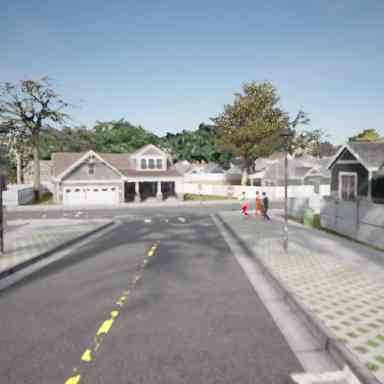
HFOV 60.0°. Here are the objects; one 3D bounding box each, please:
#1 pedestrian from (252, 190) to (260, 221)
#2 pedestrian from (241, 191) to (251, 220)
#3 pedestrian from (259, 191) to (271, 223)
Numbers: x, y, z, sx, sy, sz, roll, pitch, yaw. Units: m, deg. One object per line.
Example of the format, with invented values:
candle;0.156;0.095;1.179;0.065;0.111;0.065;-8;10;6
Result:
pedestrian;3.918;0.786;19.595;0.375;1.860;0.375;-3;4;0
pedestrian;3.197;0.775;20.195;0.375;1.860;0.375;-3;4;0
pedestrian;4.237;0.797;18.995;0.375;1.860;0.375;-3;4;0
